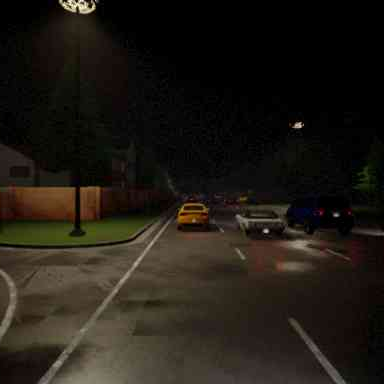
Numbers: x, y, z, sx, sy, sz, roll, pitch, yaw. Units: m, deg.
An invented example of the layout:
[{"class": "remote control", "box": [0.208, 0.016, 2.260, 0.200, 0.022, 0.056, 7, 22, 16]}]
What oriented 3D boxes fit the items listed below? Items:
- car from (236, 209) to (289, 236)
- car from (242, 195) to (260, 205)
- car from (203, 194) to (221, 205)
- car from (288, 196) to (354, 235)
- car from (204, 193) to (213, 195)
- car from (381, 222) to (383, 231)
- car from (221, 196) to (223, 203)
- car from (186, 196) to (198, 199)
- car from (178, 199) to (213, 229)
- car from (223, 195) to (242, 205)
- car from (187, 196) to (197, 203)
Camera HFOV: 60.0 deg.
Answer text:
[{"class": "car", "box": [3.603, 1.598, 18.382, 1.895, 1.301, 4.718, 0, 0, 0]}, {"class": "car", "box": [10.506, 1.540, 57.986, 2.033, 1.411, 5.357, 0, 0, 0]}, {"class": "car", "box": [3.506, 1.539, 58.787, 2.033, 1.411, 5.357, 0, 0, 0]}, {"class": "car", "box": [7.102, 1.219, 19.043, 2.150, 2.045, 5.566, 0, 0, 0]}, {"class": "car", "box": [3.507, 1.131, 69.267, 2.150, 2.045, 5.566, 0, 0, 0]}, {"class": "car", "box": [10.602, 1.545, 14.547, 2.033, 1.411, 5.357, 0, 0, 0]}, {"class": "car", "box": [7.007, 1.393, 68.406, 1.837, 1.490, 4.892, 0, 0, 0]}, {"class": "car", "box": [0.006, 1.484, 57.986, 2.128, 1.511, 4.902, 0, 0, 0]}, {"class": "car", "box": [0.102, 1.475, 21.512, 1.882, 1.535, 5.008, 0, 0, 0]}, {"class": "car", "box": [7.006, 1.593, 58.434, 1.895, 1.301, 4.718, 0, 0, 0]}, {"class": "car", "box": [0.007, 1.503, 68.407, 1.994, 1.385, 4.181, 0, 0, 0]}]
